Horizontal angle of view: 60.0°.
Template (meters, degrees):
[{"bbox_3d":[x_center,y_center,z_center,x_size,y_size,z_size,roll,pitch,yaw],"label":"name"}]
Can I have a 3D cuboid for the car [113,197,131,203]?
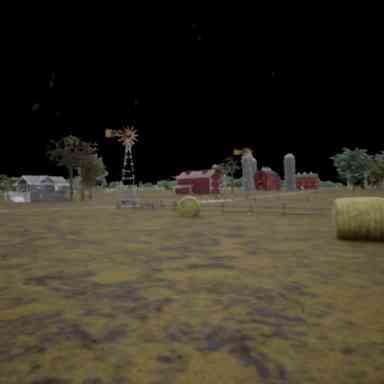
[{"bbox_3d":[-14.586,1.914,70.794,1.837,1.490,4.892,-2,-1,36],"label":"car"}]
